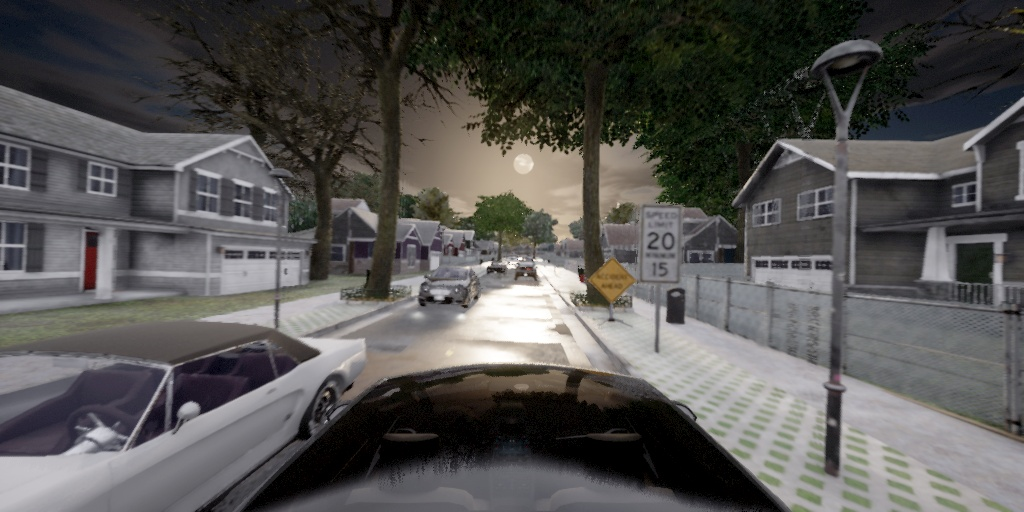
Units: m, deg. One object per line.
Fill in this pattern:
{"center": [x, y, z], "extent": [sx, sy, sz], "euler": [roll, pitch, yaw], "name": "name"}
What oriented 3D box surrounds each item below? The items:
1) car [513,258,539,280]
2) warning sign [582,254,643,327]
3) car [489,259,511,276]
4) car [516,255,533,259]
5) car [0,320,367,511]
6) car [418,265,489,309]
{"center": [1.214, 1.246, 31.137], "extent": [1.837, 1.490, 4.892], "euler": [2, 0, 2], "name": "car"}
{"center": [2.753, 0.948, 9.979], "extent": [1.300, 1.860, 1.060], "euler": [0, 0, 2], "name": "warning sign"}
{"center": [-1.453, 1.238, 36.142], "extent": [1.895, 1.301, 4.718], "euler": [2, 0, 3], "name": "car"}
{"center": [2.035, 1.015, 51.096], "extent": [2.097, 1.767, 4.553], "euler": [2, 0, 2], "name": "car"}
{"center": [-2.908, 1.256, 2.484], "extent": [1.895, 1.301, 4.718], "euler": [2, 0, 2], "name": "car"}
{"center": [-2.405, 1.154, 14.725], "extent": [2.128, 1.511, 4.902], "euler": [2, 0, 2], "name": "car"}
